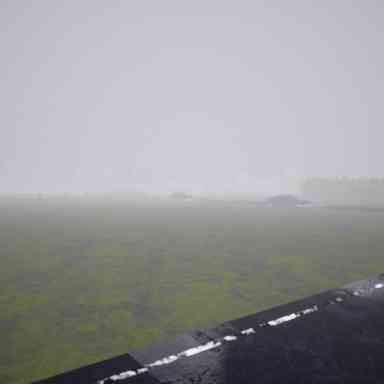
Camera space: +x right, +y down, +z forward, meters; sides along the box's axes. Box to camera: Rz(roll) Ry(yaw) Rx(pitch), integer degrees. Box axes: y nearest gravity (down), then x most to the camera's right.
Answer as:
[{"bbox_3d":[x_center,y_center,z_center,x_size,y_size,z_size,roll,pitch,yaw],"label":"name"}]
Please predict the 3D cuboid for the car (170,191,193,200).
[{"bbox_3d":[-1.939,0.597,60.151,2.033,1.411,5.357,-1,2,-35],"label":"car"}]

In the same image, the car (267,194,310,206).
[{"bbox_3d":[11.806,0.959,40.909,2.033,1.411,5.357,-1,2,-36],"label":"car"}]
